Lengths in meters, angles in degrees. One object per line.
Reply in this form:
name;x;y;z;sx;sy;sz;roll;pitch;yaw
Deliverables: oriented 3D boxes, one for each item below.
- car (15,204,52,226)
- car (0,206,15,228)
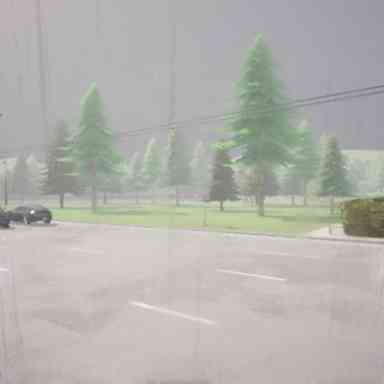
car;-12.929;1.753;26.112;4.892;1.490;1.837;0;0;35
car;-14.659;1.595;23.045;4.553;1.767;2.097;-1;0;36
